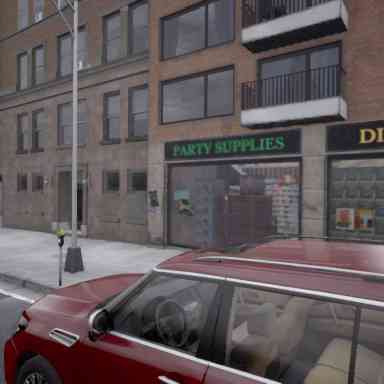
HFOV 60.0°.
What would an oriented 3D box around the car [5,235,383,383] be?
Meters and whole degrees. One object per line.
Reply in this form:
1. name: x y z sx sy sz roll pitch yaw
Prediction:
1. car: 0.547 1.315 2.676 5.009 1.841 2.192 0 1 35
